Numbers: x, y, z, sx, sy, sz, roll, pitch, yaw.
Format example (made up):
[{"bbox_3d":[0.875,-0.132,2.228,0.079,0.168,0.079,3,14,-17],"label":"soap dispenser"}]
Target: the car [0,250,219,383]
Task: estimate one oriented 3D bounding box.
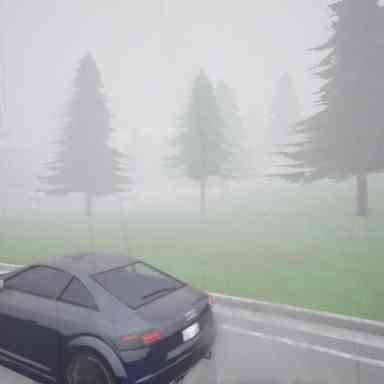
[{"bbox_3d":[-1.733,1.583,4.827,4.181,1.385,1.994,-1,0,31],"label":"car"}]
